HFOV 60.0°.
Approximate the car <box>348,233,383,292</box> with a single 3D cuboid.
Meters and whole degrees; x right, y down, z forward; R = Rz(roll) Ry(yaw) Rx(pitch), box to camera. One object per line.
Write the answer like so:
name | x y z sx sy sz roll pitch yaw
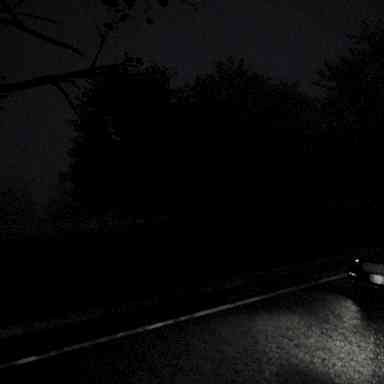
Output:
car | 5.728 1.477 8.080 4.902 1.511 2.128 0 0 -35
